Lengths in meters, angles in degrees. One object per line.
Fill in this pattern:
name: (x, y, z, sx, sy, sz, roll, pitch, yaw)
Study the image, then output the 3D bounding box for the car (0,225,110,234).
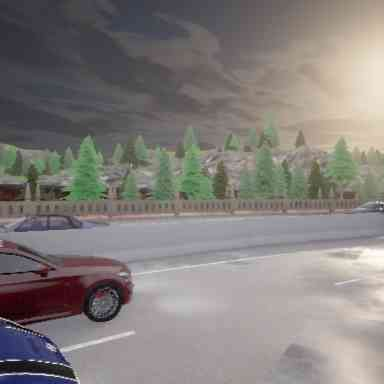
car: (-3.284, 1.526, 5.543, 4.674, 1.442, 1.812, 0, 0, -35)

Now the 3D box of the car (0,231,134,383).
car: (-2.824, 1.351, 1.569, 4.553, 1.767, 2.097, 0, 0, -37)

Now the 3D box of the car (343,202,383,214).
car: (14.412, 1.561, 26.605, 4.892, 1.490, 1.837, 0, 0, -19)

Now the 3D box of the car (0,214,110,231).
car: (-5.742, 1.552, 12.630, 5.357, 1.411, 2.033, 0, 0, -34)

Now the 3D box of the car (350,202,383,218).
car: (17.317, 1.639, 31.257, 4.181, 1.385, 1.994, 0, 0, -17)
